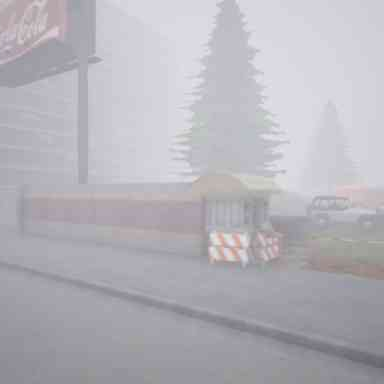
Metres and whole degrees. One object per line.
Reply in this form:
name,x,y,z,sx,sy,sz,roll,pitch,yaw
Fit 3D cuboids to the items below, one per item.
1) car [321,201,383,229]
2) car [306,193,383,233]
car,10.282,1.337,20.349,4.193,1.474,1.816,0,0,35
car,8.344,1.148,18.290,3.866,1.878,1.905,0,0,35
